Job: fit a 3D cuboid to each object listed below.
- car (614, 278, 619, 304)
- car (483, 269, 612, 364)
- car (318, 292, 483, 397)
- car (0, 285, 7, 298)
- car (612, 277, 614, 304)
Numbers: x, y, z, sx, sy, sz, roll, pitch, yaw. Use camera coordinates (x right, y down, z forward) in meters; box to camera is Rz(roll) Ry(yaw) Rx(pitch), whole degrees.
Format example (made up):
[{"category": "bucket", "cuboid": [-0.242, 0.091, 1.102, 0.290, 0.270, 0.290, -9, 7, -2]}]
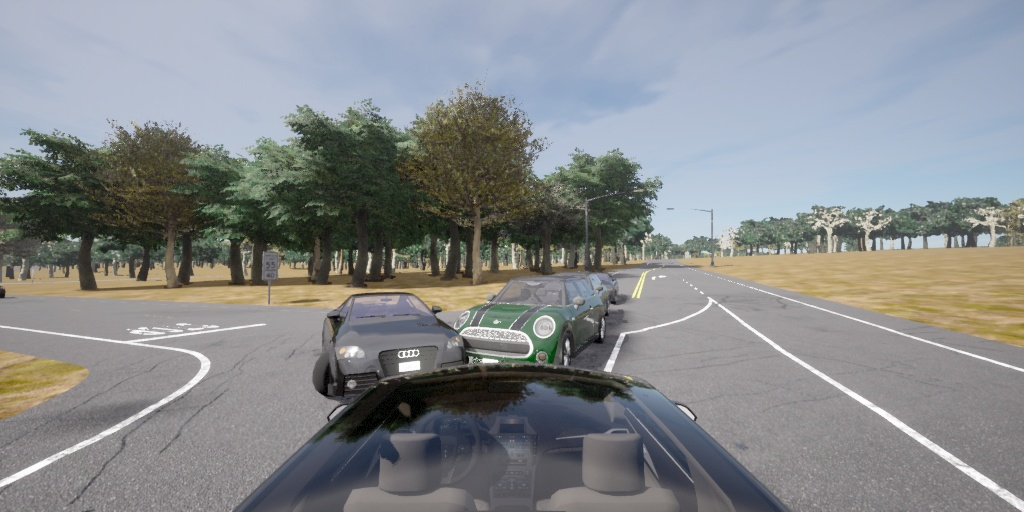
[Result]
[{"category": "car", "cuboid": [4.217, 1.509, 17.861, 1.994, 1.385, 4.181, -1, 0, 19]}, {"category": "car", "cuboid": [0.617, 1.218, 7.821, 2.097, 1.767, 4.553, -1, -2, 26]}, {"category": "car", "cuboid": [-2.354, 1.376, 6.616, 1.994, 1.385, 4.181, 1, -2, -29]}, {"category": "car", "cuboid": [-40.860, 2.561, 27.378, 4.181, 1.385, 1.994, -2, -3, 22]}, {"category": "car", "cuboid": [2.024, 1.344, 12.134, 2.097, 1.767, 4.553, -1, -1, 21]}]
